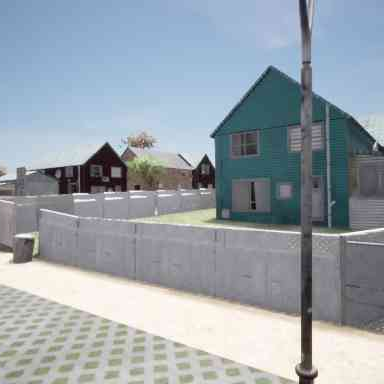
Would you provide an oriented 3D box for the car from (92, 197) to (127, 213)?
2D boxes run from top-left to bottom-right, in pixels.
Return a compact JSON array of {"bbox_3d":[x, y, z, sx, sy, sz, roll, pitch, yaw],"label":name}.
[{"bbox_3d":[-7.402,0.972,28.869,1.837,1.490,4.892,-1,1,35],"label":"car"}]

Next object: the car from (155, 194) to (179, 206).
[{"bbox_3d":[-2.147,0.576,36.313,2.097,1.767,4.553,-1,1,36],"label":"car"}]

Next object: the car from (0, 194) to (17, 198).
[{"bbox_3d":[-12.737,1.067,21.437,2.097,1.767,4.553,-1,1,37],"label":"car"}]
